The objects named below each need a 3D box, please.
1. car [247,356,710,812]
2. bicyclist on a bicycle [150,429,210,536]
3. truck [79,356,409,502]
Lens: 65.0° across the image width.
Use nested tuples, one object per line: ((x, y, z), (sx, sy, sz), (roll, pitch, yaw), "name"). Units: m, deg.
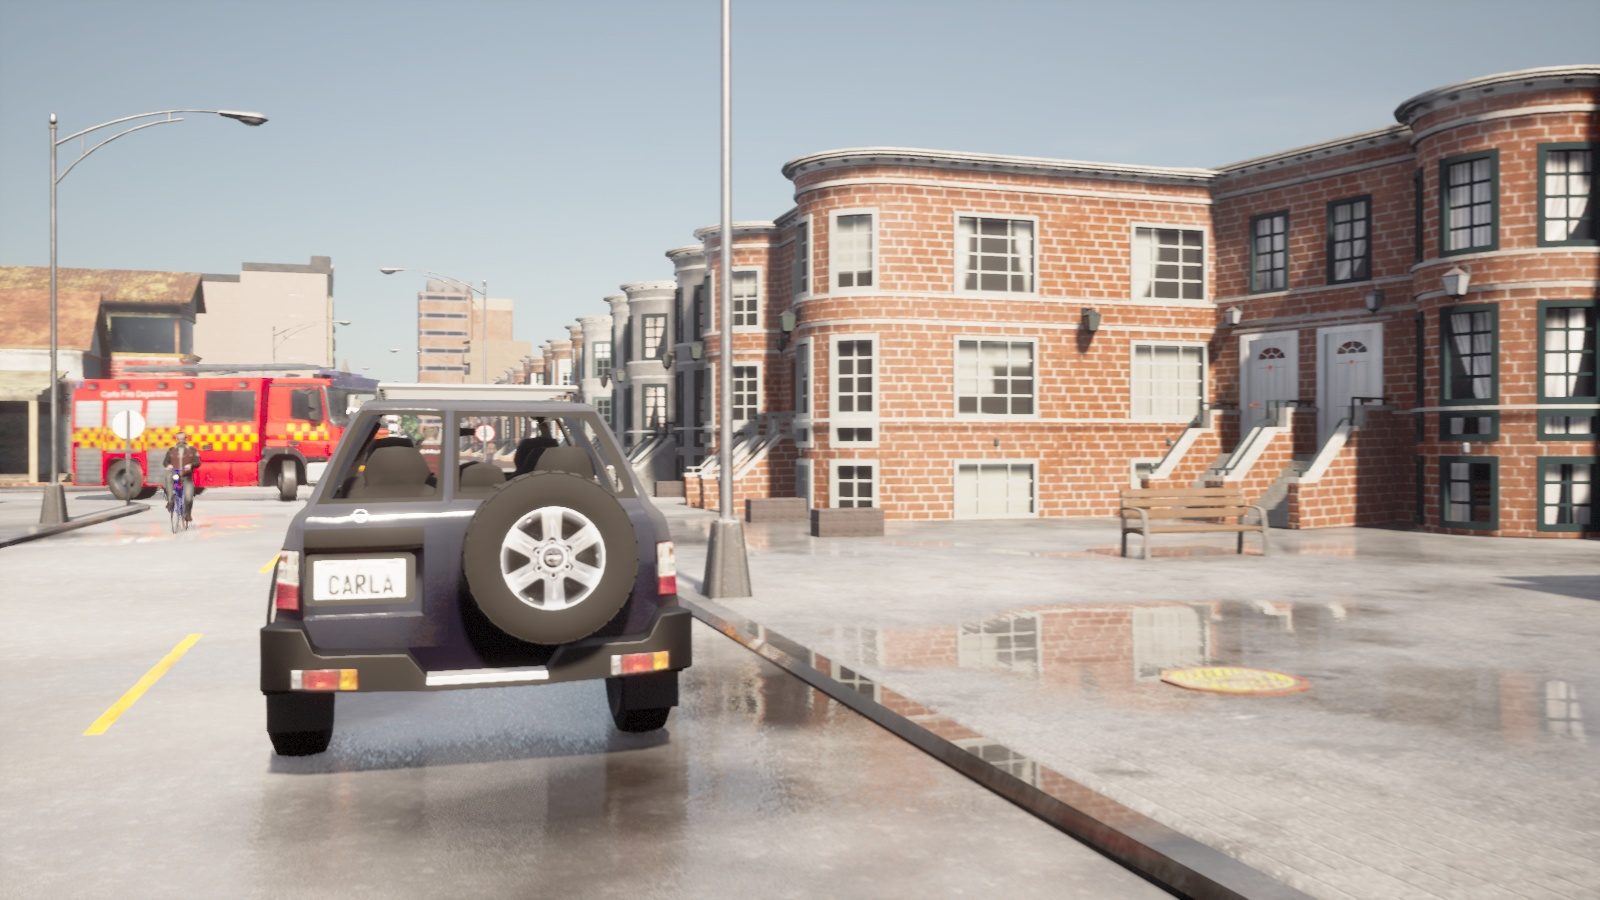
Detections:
((-2.023, 0.536, 7.586), (1.932, 1.855, 4.605), (0, 0, -18), "car")
((-10.713, 0.538, 21.740), (0.659, 1.776, 1.843), (0, 0, -18), "bicyclist on a bicycle")
((-15.606, -0.545, 35.357), (8.468, 3.827, 2.891), (0, 0, 14), "truck")
